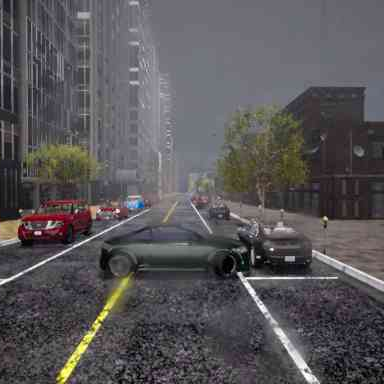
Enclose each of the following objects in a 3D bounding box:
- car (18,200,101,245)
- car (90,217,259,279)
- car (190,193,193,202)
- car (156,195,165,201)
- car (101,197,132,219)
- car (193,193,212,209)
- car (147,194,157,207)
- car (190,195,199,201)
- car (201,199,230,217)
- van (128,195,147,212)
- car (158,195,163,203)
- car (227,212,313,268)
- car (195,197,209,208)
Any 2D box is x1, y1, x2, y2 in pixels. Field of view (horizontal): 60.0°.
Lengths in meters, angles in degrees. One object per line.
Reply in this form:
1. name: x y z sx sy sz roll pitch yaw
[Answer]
1. car: -6.169 1.310 15.680 2.192 1.841 5.009 -1 0 -1
2. car: -0.454 1.557 9.479 4.181 1.385 1.994 0 0 -1
3. car: 0.905 1.291 71.939 2.192 1.841 5.009 -1 0 -1
4. car: -7.743 1.497 82.636 1.752 1.417 4.829 -1 0 -1
5. car: -6.354 1.432 26.748 1.967 1.590 4.097 -1 0 -1
6. car: 1.599 1.301 44.275 2.192 1.841 5.009 -1 0 -1
7. car: -6.918 1.299 49.608 2.192 1.841 5.009 -1 0 -1
8. car: 0.631 1.538 83.005 1.947 1.339 4.313 -1 0 -1
9. car: 2.049 1.543 26.942 2.008 1.369 4.403 -1 0 -1
10. van: -6.640 1.329 38.542 1.690 1.788 3.998 -1 0 -1
11. car: -7.331 1.522 66.207 1.887 1.381 4.507 -1 0 -1
12. car: 2.565 1.548 11.082 2.008 1.369 4.403 -1 0 -1
13. car: 1.459 1.509 49.978 1.752 1.417 4.829 -1 0 -1
